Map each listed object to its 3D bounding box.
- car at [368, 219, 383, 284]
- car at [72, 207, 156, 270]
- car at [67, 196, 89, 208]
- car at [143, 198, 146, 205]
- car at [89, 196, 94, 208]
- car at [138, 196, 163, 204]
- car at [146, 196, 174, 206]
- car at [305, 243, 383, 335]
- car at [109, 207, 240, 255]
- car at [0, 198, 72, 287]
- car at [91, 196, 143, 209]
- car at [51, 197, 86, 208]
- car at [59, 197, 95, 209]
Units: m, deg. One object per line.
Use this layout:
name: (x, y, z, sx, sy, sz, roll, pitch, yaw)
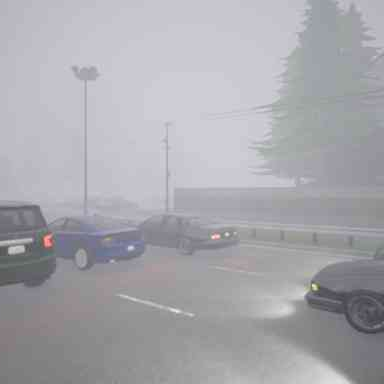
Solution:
car: (6.827, 1.526, 7.651, 4.674, 1.442, 1.812, 0, 0, 37)
car: (-3.756, 1.480, 11.154, 5.008, 1.535, 1.882, 0, 0, 37)
car: (-13.852, 1.360, 44.731, 2.097, 1.767, 4.553, 0, 0, 37)
car: (-6.718, 1.500, 59.932, 2.128, 1.511, 4.902, 0, 0, 37)
car: (-10.512, 1.359, 43.345, 2.097, 1.767, 4.553, 0, 0, 37)
car: (-7.902, 1.515, 64.119, 1.837, 1.490, 4.892, 0, 0, 38)
car: (-4.938, 1.513, 56.504, 1.837, 1.490, 4.892, 0, 0, 37)
car: (4.603, 1.547, 4.944, 5.357, 1.411, 2.033, 0, 0, 37)
car: (-0.759, 1.549, 13.279, 5.357, 1.411, 2.033, 0, 0, 37)
car: (-5.574, 1.223, 8.140, 5.566, 2.045, 2.150, 0, 0, 37)
car: (-8.857, 1.554, 39.733, 2.033, 1.411, 5.357, 0, 0, 37)
car: (-18.578, 1.534, 50.090, 1.812, 1.442, 4.674, 0, 0, 37)
car: (-16.261, 1.534, 47.345, 1.812, 1.442, 4.674, 0, 0, 37)
